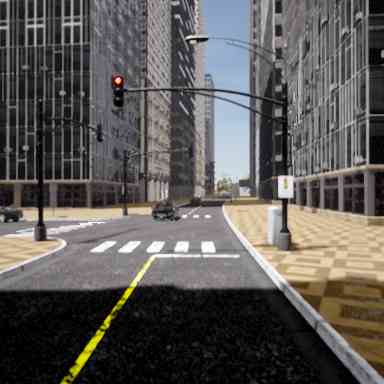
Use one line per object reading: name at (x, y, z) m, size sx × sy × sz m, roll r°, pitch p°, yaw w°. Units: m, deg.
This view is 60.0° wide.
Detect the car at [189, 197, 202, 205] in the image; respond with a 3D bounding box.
car at (0.644, 1.520, 58.990) m, size 1.994 × 1.385 × 4.181 m, roll 0°, pitch 1°, yaw 7°

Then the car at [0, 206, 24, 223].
car at (-16.500, 1.853, 28.057) m, size 4.403 × 1.369 × 2.008 m, roll -1°, pitch 1°, yaw 10°

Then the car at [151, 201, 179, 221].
car at (-2.162, 1.573, 27.310) m, size 1.837 × 1.490 × 4.892 m, roll 0°, pitch 1°, yaw 3°
